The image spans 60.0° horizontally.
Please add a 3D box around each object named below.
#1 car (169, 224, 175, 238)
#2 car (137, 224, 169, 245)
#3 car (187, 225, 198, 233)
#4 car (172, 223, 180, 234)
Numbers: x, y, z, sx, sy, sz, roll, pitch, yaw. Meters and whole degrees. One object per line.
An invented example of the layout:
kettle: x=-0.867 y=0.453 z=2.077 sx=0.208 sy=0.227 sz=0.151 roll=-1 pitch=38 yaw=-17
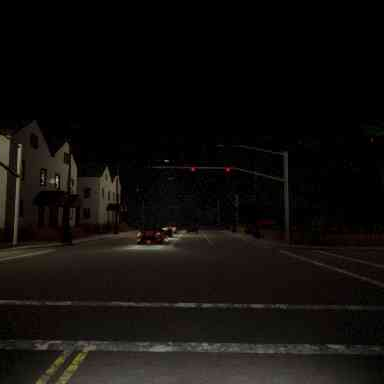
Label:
car: x=-3.520 y=4.999 z=41.445 sx=1.994 sy=1.385 sz=4.181 roll=0 pitch=-5 yaw=0
car: x=-3.550 y=3.717 z=29.514 sx=2.097 sy=1.767 sz=4.553 roll=0 pitch=-5 yaw=0
car: x=0.094 y=6.472 z=57.910 sx=2.033 sy=1.411 sz=5.357 roll=0 pitch=-5 yaw=0
car: x=-3.491 y=5.810 z=52.883 sx=2.097 sy=1.767 sz=4.553 roll=0 pitch=-5 yaw=0
